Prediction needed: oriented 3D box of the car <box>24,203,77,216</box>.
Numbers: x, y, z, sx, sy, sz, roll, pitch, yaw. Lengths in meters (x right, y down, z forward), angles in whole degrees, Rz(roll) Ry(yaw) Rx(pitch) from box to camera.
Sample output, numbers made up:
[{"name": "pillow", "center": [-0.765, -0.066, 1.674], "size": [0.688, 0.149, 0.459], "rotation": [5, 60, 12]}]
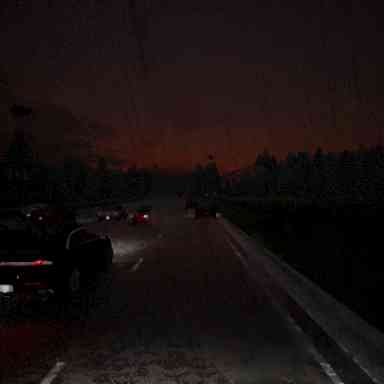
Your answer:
[{"name": "car", "center": [-10.395, 1.684, 25.325], "size": [1.882, 1.535, 5.008], "rotation": [0, 0, 0]}]

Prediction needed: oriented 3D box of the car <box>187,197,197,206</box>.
[{"name": "car", "center": [0.013, 1.902, 66.690], "size": [2.097, 1.767, 4.553], "rotation": [0, 0, 0]}]

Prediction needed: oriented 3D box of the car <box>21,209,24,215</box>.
[{"name": "car", "center": [-13.907, 1.775, 30.540], "size": [1.812, 1.442, 4.674], "rotation": [0, 0, 0]}]

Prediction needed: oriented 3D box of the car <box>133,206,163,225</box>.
[{"name": "car", "center": [-3.393, 1.779, 26.426], "size": [1.994, 1.385, 4.181], "rotation": [0, 0, 0]}]

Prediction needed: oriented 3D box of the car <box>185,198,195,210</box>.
[{"name": "car", "center": [0.010, 1.925, 51.719], "size": [1.837, 1.490, 4.892], "rotation": [0, 0, 0]}]

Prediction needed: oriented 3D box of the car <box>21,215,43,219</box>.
[{"name": "car", "center": [-6.898, 1.653, 10.815], "size": [1.994, 1.385, 4.181], "rotation": [0, 0, 0]}]

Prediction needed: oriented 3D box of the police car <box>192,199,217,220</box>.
[{"name": "police car", "center": [1.231, 1.680, 31.398], "size": [1.930, 1.638, 5.238], "rotation": [0, 0, 0]}]

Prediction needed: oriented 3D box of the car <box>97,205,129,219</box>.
[{"name": "car", "center": [-6.894, 1.841, 29.456], "size": [1.895, 1.301, 4.718], "rotation": [0, 0, 0]}]

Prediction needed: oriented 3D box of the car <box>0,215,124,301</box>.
[{"name": "car", "center": [-3.398, 1.562, 8.490], "size": [2.128, 1.511, 4.902], "rotation": [0, 0, 0]}]
